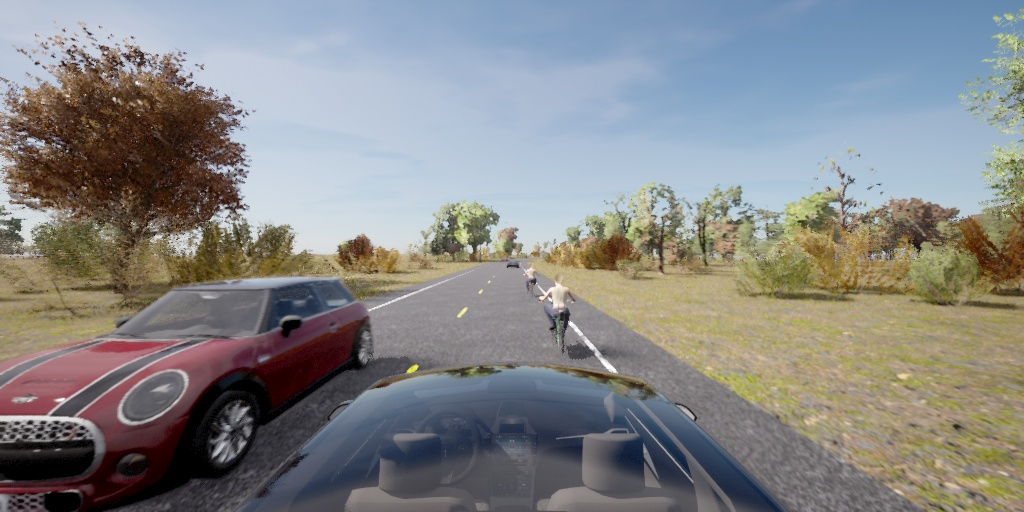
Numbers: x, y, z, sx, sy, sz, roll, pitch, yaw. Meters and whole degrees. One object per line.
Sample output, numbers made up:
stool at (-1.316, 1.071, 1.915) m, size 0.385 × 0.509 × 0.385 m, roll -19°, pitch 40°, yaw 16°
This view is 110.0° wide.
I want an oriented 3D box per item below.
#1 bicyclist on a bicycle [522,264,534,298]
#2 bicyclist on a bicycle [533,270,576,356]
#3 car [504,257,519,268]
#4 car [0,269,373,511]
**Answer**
bicyclist on a bicycle at (0.941, 1.187, 17.548) m, size 0.866 × 1.612 × 1.509 m, roll 0°, pitch 0°, yaw 0°
bicyclist on a bicycle at (0.986, 1.187, 7.678) m, size 0.866 × 1.612 × 1.509 m, roll 0°, pitch 0°, yaw 0°
car at (0.120, 1.267, 60.276) m, size 1.994 × 1.385 × 4.181 m, roll 0°, pitch 0°, yaw -1°
car at (-3.601, 1.102, 4.700) m, size 2.097 × 1.767 × 4.553 m, roll 0°, pitch 0°, yaw 0°
